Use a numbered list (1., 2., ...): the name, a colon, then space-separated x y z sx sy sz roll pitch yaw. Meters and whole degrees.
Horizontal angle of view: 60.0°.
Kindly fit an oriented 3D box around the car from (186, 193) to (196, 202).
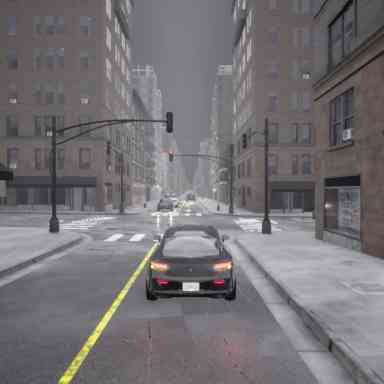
1. car: -0.248 1.358 81.772 2.150 2.045 5.566 0 0 0

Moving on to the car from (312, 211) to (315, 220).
1. car: 12.276 1.721 26.856 5.008 1.535 1.882 1 0 -1

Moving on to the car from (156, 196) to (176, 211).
1. car: -3.236 1.556 40.842 1.837 1.490 4.892 0 0 -2

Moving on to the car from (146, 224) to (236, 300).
1. car: -0.018 1.527 8.236 1.812 1.442 4.674 0 0 0

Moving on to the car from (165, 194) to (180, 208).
1. car: -3.249 1.292 50.897 2.150 2.045 5.566 0 0 0

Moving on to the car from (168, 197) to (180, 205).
1. car: -3.250 1.639 61.476 2.033 1.411 5.357 0 0 0
